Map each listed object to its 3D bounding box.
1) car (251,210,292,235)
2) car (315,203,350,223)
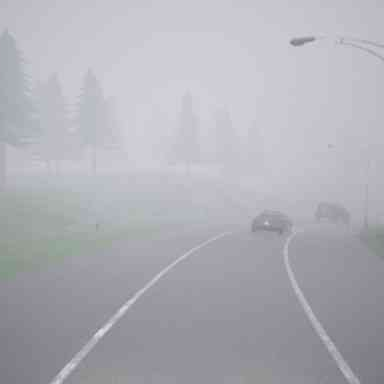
[{"bbox_3d":[5.127,1.838,21.141,1.994,1.385,4.181,2,0,24],"label":"car"},{"bbox_3d":[15.713,2.287,37.072,2.150,2.045,5.566,4,0,43],"label":"car"}]
